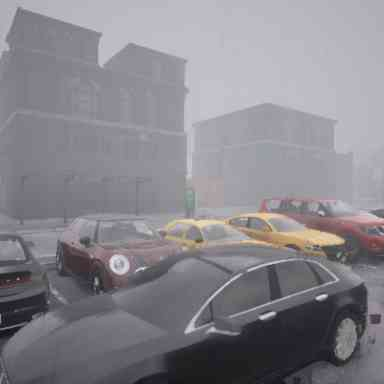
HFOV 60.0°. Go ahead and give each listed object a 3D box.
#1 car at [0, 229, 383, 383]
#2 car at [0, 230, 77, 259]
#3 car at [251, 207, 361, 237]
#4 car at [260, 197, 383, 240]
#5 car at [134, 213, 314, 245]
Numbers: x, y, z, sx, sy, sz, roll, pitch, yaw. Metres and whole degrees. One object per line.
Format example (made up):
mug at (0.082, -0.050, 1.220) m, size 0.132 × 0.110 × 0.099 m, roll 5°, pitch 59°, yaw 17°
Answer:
car at (0.331, 1.505, 4.220) m, size 4.892 × 1.490 × 1.837 m, roll 0°, pitch 0°, yaw -35°
car at (-4.145, 1.481, 6.481) m, size 2.231 × 1.521 × 4.892 m, roll 0°, pitch 0°, yaw -35°
car at (2.656, 1.481, 11.326) m, size 2.097 × 1.535 × 5.008 m, roll 0°, pitch 0°, yaw -35°
car at (4.944, 1.230, 12.910) m, size 2.435 × 2.045 × 5.566 m, roll 0°, pitch 0°, yaw -35°
car at (0.497, 1.478, 9.559) m, size 1.946 × 1.575 × 5.366 m, roll 0°, pitch 0°, yaw -35°
